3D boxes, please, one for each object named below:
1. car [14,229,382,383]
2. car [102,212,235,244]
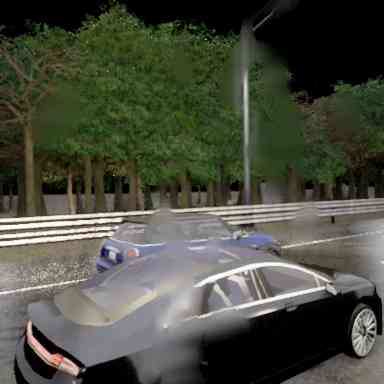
[{"bbox_3d":[0.522,1.453,4.222,4.902,1.511,2.128,-1,1,-35],"label":"car"},{"bbox_3d":[0.107,1.285,8.014,4.553,1.767,2.097,-1,1,-35],"label":"car"}]
